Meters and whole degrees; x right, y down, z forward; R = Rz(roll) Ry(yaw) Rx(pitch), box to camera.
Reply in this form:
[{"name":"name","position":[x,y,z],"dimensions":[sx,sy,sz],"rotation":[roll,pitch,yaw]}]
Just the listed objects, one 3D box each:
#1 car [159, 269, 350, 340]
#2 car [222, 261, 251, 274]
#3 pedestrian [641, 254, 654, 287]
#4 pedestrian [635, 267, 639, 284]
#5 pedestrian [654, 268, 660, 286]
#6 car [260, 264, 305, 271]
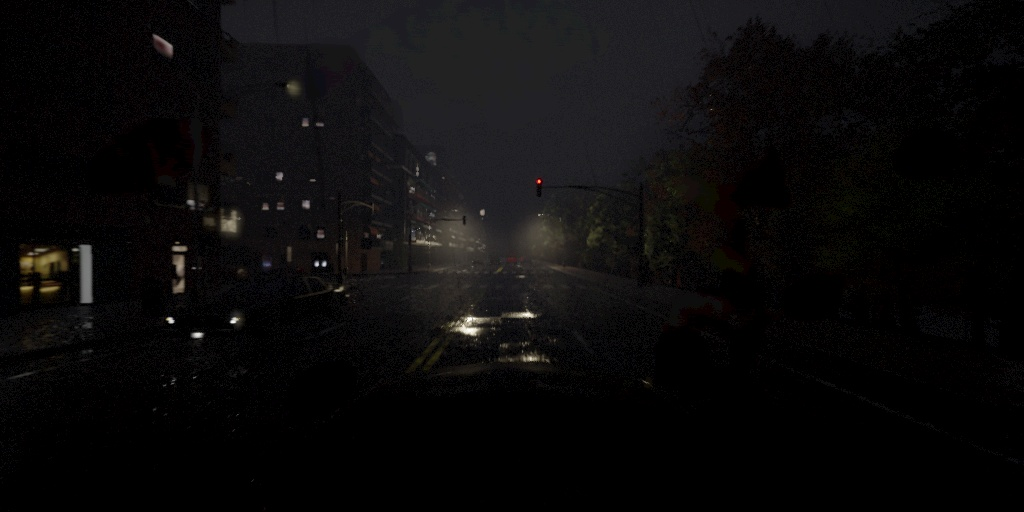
[{"name":"car","position":[-6.584,1.263,10.170],"dimensions":[2.033,1.411,5.357],"rotation":[0,0,0]},{"name":"car","position":[-22.659,1.235,26.973],"dimensions":[5.009,1.841,2.192],"rotation":[0,0,-1]},{"name":"pedestrian","position":[7.690,0.813,20.502],"dimensions":[0.375,1.860,0.375],"rotation":[0,0,0]},{"name":"pedestrian","position":[7.865,0.807,21.784],"dimensions":[0.375,1.860,0.375],"rotation":[0,0,0]},{"name":"pedestrian","position":[8.553,1.190,21.186],"dimensions":[0.500,1.100,0.500],"rotation":[0,0,0]},{"name":"car","position":[-22.780,1.457,35.620],"dimensions":[4.207,1.307,1.802],"rotation":[0,0,-1]}]
